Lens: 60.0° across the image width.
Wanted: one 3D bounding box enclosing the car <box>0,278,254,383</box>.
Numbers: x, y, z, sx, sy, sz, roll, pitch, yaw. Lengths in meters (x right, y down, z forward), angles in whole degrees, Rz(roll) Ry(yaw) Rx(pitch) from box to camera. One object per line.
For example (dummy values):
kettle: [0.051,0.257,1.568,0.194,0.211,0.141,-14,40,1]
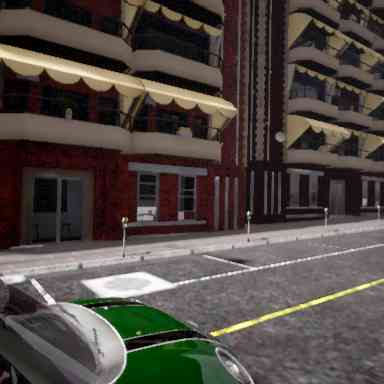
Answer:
car: [-1.655,1.346,2.099,4.553,1.767,2.097,0,0,-36]
